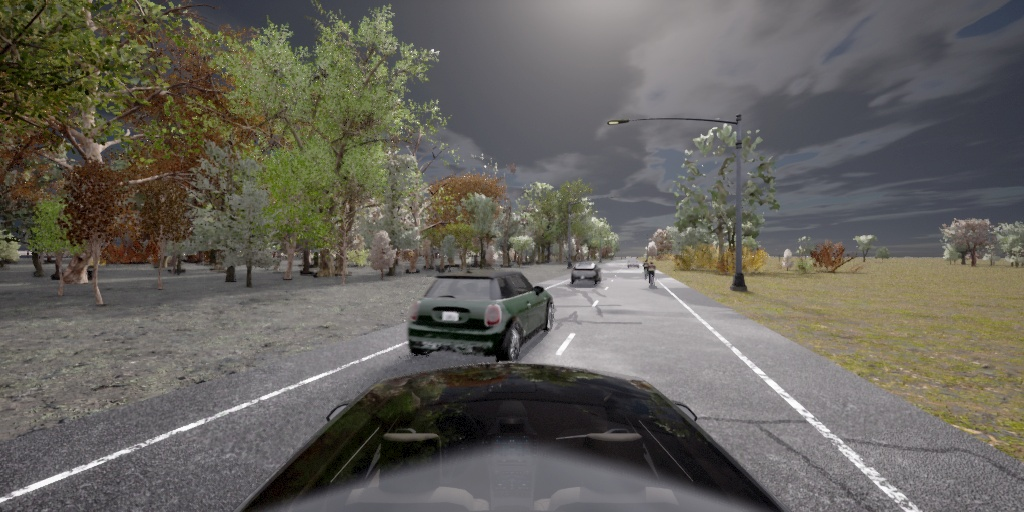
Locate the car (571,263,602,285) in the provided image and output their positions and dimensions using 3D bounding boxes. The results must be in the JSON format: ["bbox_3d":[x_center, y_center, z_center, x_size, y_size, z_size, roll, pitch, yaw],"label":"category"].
[{"bbox_3d":[5.556,1.246,26.539,2.128,1.511,4.902,0,0,18],"label":"car"}]

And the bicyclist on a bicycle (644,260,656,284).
[{"bbox_3d":[9.192,1.207,23.620,0.582,1.620,1.656,0,0,18],"label":"bicyclist on a bicycle"}]

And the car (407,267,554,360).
[{"bbox_3d":[-0.423,1.102,8.431,2.097,1.767,4.553,0,0,18],"label":"car"}]
